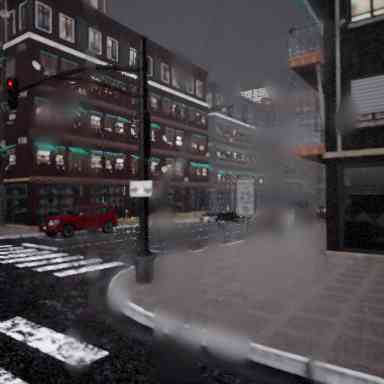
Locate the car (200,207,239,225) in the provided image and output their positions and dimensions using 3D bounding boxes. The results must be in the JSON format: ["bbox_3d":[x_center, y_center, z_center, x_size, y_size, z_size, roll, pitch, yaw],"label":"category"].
[{"bbox_3d":[2.558,2.158,30.184,2.128,1.511,4.902,-1,-2,35],"label":"car"}]

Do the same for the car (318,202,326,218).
[{"bbox_3d":[16.178,2.314,39.647,1.967,1.590,4.097,-2,-2,35],"label":"car"}]

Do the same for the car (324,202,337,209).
[{"bbox_3d":[32.106,3.167,76.983,1.967,1.590,4.097,-2,-2,35],"label":"car"}]

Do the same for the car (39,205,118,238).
[{"bbox_3d":[-6.986,1.782,21.095,2.192,1.841,5.009,-2,-2,35],"label":"car"}]

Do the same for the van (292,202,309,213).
[{"bbox_3d":[19.075,2.643,58.356,1.690,1.788,3.998,-2,-2,35],"label":"van"}]

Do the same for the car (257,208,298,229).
[{"bbox_3d":[6.408,2.142,25.669,1.802,1.307,4.206,-2,-2,35],"label":"car"}]

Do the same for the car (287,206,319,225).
[{"bbox_3d":[9.665,2.216,30.329,2.008,1.369,4.403,-2,-2,35],"label":"car"}]

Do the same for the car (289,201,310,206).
[{"bbox_3d":[15.614,2.291,48.690,2.150,2.045,5.566,-1,-2,35],"label":"car"}]
